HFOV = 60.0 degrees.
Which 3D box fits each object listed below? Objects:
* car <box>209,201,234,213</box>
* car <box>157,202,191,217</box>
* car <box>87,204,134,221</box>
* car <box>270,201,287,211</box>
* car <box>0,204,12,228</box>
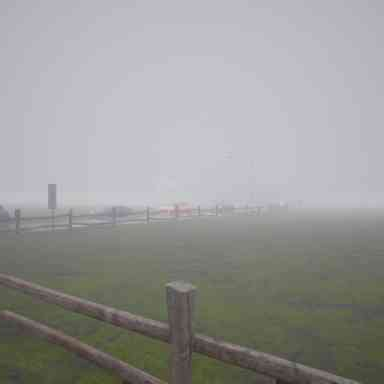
[{"bbox_3d":[4.337,2.156,48.629,2.097,1.767,4.553,-1,-1,36],"label":"car"},{"bbox_3d":[-2.126,1.956,39.537,2.097,1.767,4.553,-1,-1,35],"label":"car"},{"bbox_3d":[-7.703,1.922,31.646,2.128,1.511,4.902,-1,-1,35],"label":"car"},{"bbox_3d":[15.478,2.406,59.372,2.097,1.767,4.553,-1,-1,37],"label":"car"},{"bbox_3d":[-14.564,1.569,21.935,2.097,1.767,4.553,-1,-1,35],"label":"car"}]
